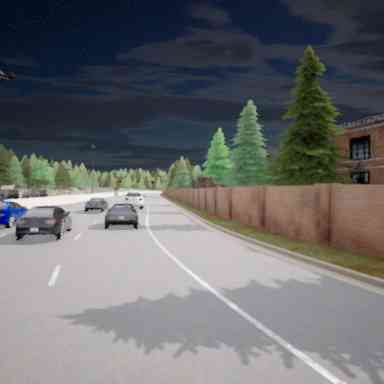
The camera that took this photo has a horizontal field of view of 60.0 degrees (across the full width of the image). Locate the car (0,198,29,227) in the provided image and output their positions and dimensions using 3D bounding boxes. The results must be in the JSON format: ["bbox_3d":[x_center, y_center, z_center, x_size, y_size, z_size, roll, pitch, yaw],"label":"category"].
[{"bbox_3d":[-11.233,1.240,19.867,1.882,1.535,5.008,1,0,-10],"label":"car"}]

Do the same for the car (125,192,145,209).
[{"bbox_3d":[-6.903,0.965,40.126,2.150,2.045,5.566,1,0,-7],"label":"car"}]

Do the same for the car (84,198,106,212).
[{"bbox_3d":[-9.662,1.276,33.991,2.033,1.411,5.357,1,0,-7],"label":"car"}]

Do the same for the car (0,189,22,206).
[{"bbox_3d":[-25.310,0.689,45.055,2.150,2.045,5.566,1,0,-7],"label":"car"}]

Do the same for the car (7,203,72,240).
[{"bbox_3d":[-6.918,1.365,15.855,1.812,1.442,4.674,1,0,-12],"label":"car"}]

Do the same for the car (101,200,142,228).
[{"bbox_3d":[-4.353,1.419,20.981,1.994,1.385,4.181,1,0,-9],"label":"car"}]
